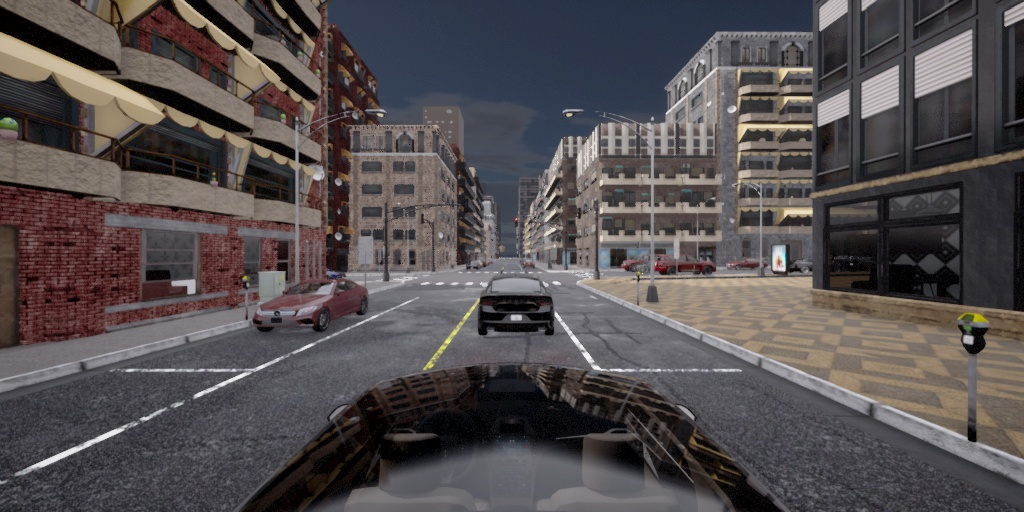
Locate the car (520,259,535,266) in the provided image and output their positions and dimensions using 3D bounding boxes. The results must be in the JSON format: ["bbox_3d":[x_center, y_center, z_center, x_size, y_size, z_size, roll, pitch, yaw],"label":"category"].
[{"bbox_3d":[2.708,1.201,58.530,1.967,1.591,4.097,0,0,0],"label":"car"}]

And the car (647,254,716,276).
[{"bbox_3d":[14.719,0.775,30.798,5.009,1.841,2.192,0,0,0],"label":"car"}]

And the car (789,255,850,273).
[{"bbox_3d":[25.812,0.818,30.891,4.313,1.339,1.948,0,0,0],"label":"car"}]

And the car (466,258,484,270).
[{"bbox_3d":[-5.674,1.324,52.848,1.948,1.339,4.313,0,0,0],"label":"car"}]

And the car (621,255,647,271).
[{"bbox_3d":[14.587,0.759,39.177,5.009,1.841,2.192,0,0,0],"label":"car"}]

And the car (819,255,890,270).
[{"bbox_3d":[34.991,0.614,36.751,5.357,1.411,2.033,-1,0,0],"label":"car"}]

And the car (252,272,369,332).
[{"bbox_3d":[-5.739,1.331,10.825,1.802,1.307,4.207,0,0,0],"label":"car"}]

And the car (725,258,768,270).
[{"bbox_3d":[25.679,0.819,39.270,4.207,1.307,1.802,0,0,0],"label":"car"}]

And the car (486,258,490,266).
[{"bbox_3d":[-5.670,1.079,64.213,2.192,1.841,5.009,0,0,0],"label":"car"}]

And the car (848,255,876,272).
[{"bbox_3d":[31.360,0.714,30.937,4.313,1.339,1.948,0,0,0],"label":"car"}]

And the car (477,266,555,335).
[{"bbox_3d":[0.101,1.226,10.482,1.882,1.535,5.008,0,0,0],"label":"car"}]

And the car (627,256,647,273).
[{"bbox_3d":[14.457,1.016,36.585,4.181,1.385,1.994,-1,0,-1],"label":"car"}]

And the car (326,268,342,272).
[{"bbox_3d":[-18.278,1.611,33.113,5.357,1.411,2.033,-1,0,-1],"label":"car"}]

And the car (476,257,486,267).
[{"bbox_3d":[-5.672,1.286,58.361,1.751,1.417,4.829,0,0,0],"label":"car"}]
